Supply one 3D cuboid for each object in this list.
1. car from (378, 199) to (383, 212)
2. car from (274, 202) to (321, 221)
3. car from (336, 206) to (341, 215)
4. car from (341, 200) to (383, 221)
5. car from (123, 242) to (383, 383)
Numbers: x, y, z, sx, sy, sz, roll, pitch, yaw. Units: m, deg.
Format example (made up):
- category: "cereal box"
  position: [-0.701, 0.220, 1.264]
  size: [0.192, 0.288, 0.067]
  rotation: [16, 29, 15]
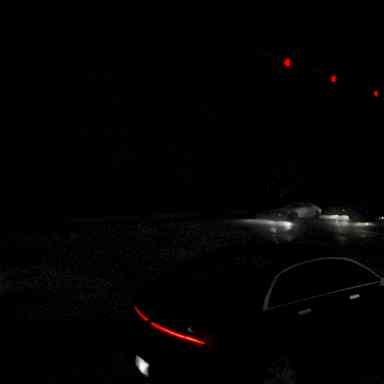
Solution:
- category: "car"
  position: [23.499, 1.542, 37.841]
  size: [5.357, 1.411, 2.033]
  rotation: [0, 0, -35]
- category: "car"
  position: [8.789, 1.523, 27.450]
  size: [4.674, 1.442, 1.812]
  rotation: [0, 0, -36]
- category: "car"
  position: [15.924, 1.560, 32.515]
  size: [4.181, 1.385, 1.994]
  rotation: [0, 0, -35]
- category: "car"
  position: [14.805, 1.474, 27.435]
  size: [5.008, 1.535, 1.882]
  rotation: [0, 0, -35]
- category: "car"
  position: [1.462, 1.505, 4.790]
  size: [4.892, 1.490, 1.837]
  rotation: [0, 0, -35]
